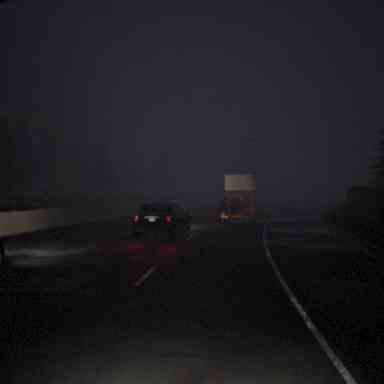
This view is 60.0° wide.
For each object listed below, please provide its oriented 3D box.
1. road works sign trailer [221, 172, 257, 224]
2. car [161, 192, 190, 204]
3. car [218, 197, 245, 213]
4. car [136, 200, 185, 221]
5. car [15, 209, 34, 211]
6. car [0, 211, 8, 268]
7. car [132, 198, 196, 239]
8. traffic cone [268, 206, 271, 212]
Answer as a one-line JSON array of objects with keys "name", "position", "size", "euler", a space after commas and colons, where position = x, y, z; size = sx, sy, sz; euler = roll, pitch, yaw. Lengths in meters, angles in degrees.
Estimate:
[{"name": "road works sign trailer", "position": [3.511, 0.379, 24.016], "size": [2.380, 3.560, 2.880], "euler": [0, 0, 20]}, {"name": "car", "position": [-2.859, 0.977, 59.072], "size": [2.150, 2.045, 5.566], "euler": [0, 0, 33]}, {"name": "car", "position": [4.267, 1.350, 35.250], "size": [1.882, 1.535, 5.008], "euler": [0, 0, 23]}, {"name": "car", "position": [-2.436, 1.432, 27.395], "size": [2.033, 1.411, 5.357], "euler": [0, 0, 18]}, {"name": "car", "position": [-11.602, 1.377, 20.570], "size": [2.128, 1.511, 4.902], "euler": [0, 0, 13]}, {"name": "car", "position": [-6.381, 1.429, 7.507], "size": [1.882, 1.535, 5.008], "euler": [0, 0, 5]}, {"name": "car", "position": [-1.404, 1.279, 17.188], "size": [2.097, 1.767, 4.553], "euler": [0, 0, 11]}, {"name": "traffic cone", "position": [8.387, 1.836, 36.082], "size": [0.340, 0.580, 0.340], "euler": [0, 0, 20]}]
